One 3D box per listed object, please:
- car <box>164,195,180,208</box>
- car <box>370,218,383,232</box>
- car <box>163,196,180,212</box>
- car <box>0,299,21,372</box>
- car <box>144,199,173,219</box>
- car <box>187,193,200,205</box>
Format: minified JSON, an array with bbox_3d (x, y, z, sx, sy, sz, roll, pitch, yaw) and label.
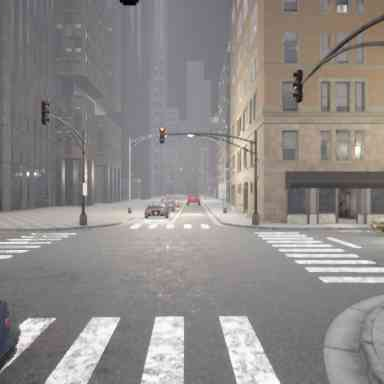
[{"bbox_3d":[-2.923,1.355,49.220,2.097,1.767,4.553,0,0,0],"label":"car"},{"bbox_3d":[12.173,1.514,17.782,4.829,1.417,1.752,0,0,-1],"label":"car"},{"bbox_3d":[-2.962,1.494,39.321,2.128,1.511,4.902,0,0,0],"label":"car"},{"bbox_3d":[-3.013,1.547,1.551,2.033,1.411,5.357,0,0,2],"label":"car"},{"bbox_3d":[-3.000,1.565,29.467,1.994,1.385,4.181,0,0,0],"label":"car"},{"bbox_3d":[0.285,1.214,58.442,2.150,2.045,5.566,0,0,0],"label":"car"}]
